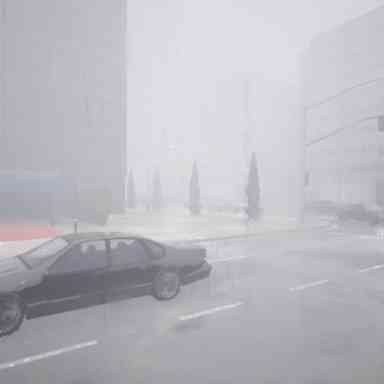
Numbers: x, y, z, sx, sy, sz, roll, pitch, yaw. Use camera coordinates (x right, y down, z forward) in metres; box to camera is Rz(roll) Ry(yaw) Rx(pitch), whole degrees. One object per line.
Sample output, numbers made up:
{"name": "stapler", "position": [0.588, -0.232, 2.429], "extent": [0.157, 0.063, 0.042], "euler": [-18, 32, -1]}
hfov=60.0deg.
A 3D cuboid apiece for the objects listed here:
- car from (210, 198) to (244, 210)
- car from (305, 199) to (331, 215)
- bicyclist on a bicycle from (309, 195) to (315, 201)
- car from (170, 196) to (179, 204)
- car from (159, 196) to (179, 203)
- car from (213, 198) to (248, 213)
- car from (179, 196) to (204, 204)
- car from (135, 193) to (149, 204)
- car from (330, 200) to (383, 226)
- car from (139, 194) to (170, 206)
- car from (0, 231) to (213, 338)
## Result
{"name": "car", "position": [4.540, 1.519, 43.362], "extent": [1.812, 1.442, 4.674], "euler": [0, 0, -34]}
{"name": "car", "position": [12.762, 1.498, 31.551], "extent": [1.837, 1.490, 4.892], "euler": [0, 0, -35]}
{"name": "bicyclist on a bicycle", "position": [16.835, 1.291, 46.676], "extent": [1.656, 1.620, 0.582], "euler": [0, 0, -35]}
{"name": "car", "position": [-4.181, 1.540, 62.372], "extent": [2.033, 1.411, 5.357], "euler": [0, 0, -35]}
{"name": "car", "position": [-4.882, 1.592, 69.477], "extent": [1.895, 1.301, 4.718], "euler": [0, 0, -35]}
{"name": "car", "position": [4.637, 1.520, 37.101], "extent": [1.812, 1.442, 4.674], "euler": [0, 0, -35]}
{"name": "car", "position": [0.246, 1.344, 62.141], "extent": [2.097, 1.767, 4.553], "euler": [0, 0, -35]}
{"name": "car", "position": [-8.826, 1.220, 62.726], "extent": [2.150, 2.045, 5.566], "euler": [0, 0, -35]}
{"name": "car", "position": [12.419, 1.520, 23.733], "extent": [1.812, 1.442, 4.674], "euler": [0, 0, -16]}
{"name": "car", "position": [-5.967, 1.485, 52.365], "extent": [2.128, 1.511, 4.902], "euler": [0, 0, -35]}
{"name": "car", "position": [-2.091, 1.547, 6.768], "extent": [5.357, 1.411, 2.033], "euler": [0, 0, -35]}
